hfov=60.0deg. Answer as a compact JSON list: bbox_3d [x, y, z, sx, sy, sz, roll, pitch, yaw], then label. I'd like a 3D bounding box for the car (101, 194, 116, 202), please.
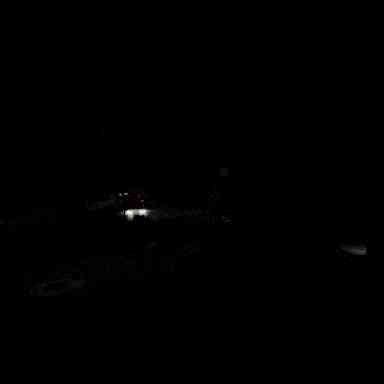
[{"bbox_3d":[-16.285,1.113,64.448,2.033,1.411,5.357,-4,2,-22],"label":"car"}]

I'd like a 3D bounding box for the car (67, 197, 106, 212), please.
[{"bbox_3d":[-14.394,1.680,45.551,4.674,1.452,2.002,-6,3,-42],"label":"car"}]

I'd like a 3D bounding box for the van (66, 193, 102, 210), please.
[{"bbox_3d":[-15.622,1.386,48.241,4.442,1.987,1.878,-6,4,-42],"label":"van"}]

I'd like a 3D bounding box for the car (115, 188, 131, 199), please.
[{"bbox_3d":[-14.918,0.286,71.524,2.150,2.045,5.566,-4,2,-22],"label":"car"}]

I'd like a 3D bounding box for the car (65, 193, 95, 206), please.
[{"bbox_3d":[-20.018,1.323,59.478,4.553,1.767,2.185,-6,3,-42],"label":"car"}]

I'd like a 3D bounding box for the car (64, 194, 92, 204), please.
[{"bbox_3d":[-22.268,1.406,65.058,4.792,1.488,2.163,-6,3,-42],"label":"car"}]

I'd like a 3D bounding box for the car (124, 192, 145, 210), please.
[{"bbox_3d":[-7.527,1.216,42.658,2.097,1.767,4.553,-4,2,-22],"label":"car"}]

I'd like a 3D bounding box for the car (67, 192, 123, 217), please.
[{"bbox_3d":[-11.010,1.504,37.171,5.566,2.045,2.435,-6,3,-42],"label":"car"}]

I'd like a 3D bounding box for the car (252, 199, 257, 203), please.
[{"bbox_3d":[4.488,1.287,23.318,2.097,1.767,4.553,-4,2,-20],"label":"car"}]

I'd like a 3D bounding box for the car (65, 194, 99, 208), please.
[{"bbox_3d":[-17.821,1.403,53.877,4.553,1.767,2.185,-6,3,-42],"label":"car"}]

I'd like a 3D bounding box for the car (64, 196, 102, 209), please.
[{"bbox_3d":[-16.646,1.563,51.114,5.008,1.535,2.097,-6,4,-42],"label":"car"}]

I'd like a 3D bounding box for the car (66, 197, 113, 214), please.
[{"bbox_3d":[-13.119,1.659,42.894,5.366,1.575,1.946,-6,3,-42],"label":"car"}]

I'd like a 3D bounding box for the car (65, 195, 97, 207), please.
[{"bbox_3d":[-18.910,1.528,56.683,4.674,1.452,2.002,-6,3,-42],"label":"car"}]

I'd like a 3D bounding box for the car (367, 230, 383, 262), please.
[{"bbox_3d":[6.394,1.528,9.317,1.812,1.442,4.674,-2,0,15],"label":"car"}]
